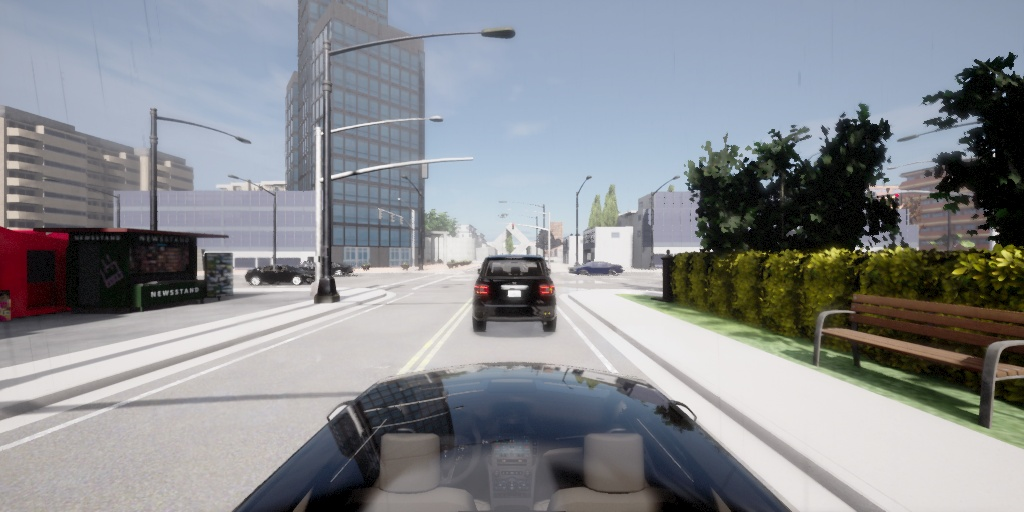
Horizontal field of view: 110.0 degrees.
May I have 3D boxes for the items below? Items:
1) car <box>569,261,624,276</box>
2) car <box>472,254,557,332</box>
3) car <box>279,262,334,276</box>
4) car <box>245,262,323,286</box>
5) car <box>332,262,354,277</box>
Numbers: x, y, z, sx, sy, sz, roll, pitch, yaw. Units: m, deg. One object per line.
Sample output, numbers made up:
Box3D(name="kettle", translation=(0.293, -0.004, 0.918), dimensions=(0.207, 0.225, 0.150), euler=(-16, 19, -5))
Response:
Box3D(name="car", translation=(8.540, 1.297, 36.405), dimensions=(5.357, 1.411, 2.033), euler=(0, 0, -9))
Box3D(name="car", translation=(0.075, 0.971, 11.036), dimensions=(2.150, 2.045, 5.566), euler=(0, 0, 0))
Box3D(name="car", translation=(-22.988, 1.425, 40.284), dimensions=(4.902, 1.511, 2.128), euler=(-1, 0, 0))
Box3D(name="car", translation=(-16.638, 1.362, 26.130), dimensions=(4.892, 1.490, 1.837), euler=(-1, 0, 0))
Box3D(name="car", translation=(-18.823, 1.393, 36.815), dimensions=(4.892, 1.490, 1.837), euler=(-1, 0, 0))
